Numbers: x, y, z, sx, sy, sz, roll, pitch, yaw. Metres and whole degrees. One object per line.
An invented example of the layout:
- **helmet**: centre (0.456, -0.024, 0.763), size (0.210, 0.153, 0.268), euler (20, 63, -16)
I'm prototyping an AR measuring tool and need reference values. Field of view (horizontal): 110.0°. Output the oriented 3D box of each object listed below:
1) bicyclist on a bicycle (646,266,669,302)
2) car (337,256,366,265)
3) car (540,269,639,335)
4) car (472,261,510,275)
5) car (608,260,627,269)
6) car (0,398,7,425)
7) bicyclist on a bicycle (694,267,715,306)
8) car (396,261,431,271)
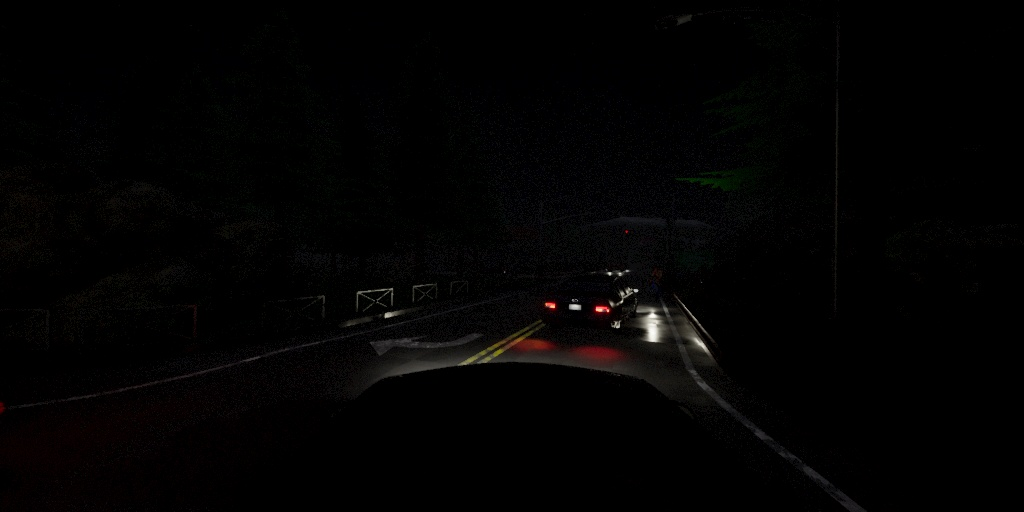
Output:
- **bicyclist on a bicycle**: centre (6.718, 1.283, 16.514), size (1.656, 1.620, 0.582), euler (1, 0, -30)
- **car**: centre (-22.937, 1.055, 52.255), size (5.566, 2.045, 2.150), euler (1, -1, 25)
- **car**: centre (2.482, 1.244, 10.382), size (2.033, 1.411, 5.357), euler (1, -1, 25)
- **car**: centre (-2.526, 1.456, 44.198), size (4.553, 1.767, 2.097), euler (1, -1, 21)
- **car**: centre (17.399, 1.659, 59.749), size (2.150, 2.045, 5.566), euler (1, -1, 21)
- **car**: centre (-6.082, 1.016, 1.455), size (2.097, 1.767, 4.553), euler (0, -2, 44)
- **bicyclist on a bicycle**: centre (8.138, 1.296, 15.106), size (1.656, 1.620, 0.582), euler (1, 0, -33)
- **car**: centre (-13.262, 1.438, 48.274), size (5.008, 1.535, 1.882), euler (1, -1, 21)
